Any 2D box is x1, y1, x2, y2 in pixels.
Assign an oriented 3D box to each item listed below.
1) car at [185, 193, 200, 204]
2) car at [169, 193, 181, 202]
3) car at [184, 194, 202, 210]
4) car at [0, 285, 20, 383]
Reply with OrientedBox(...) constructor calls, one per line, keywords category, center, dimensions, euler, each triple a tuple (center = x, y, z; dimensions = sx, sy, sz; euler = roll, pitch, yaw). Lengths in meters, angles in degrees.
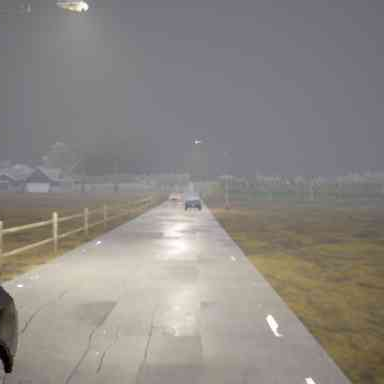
OrientedBox(category="car", center=(0.105, 1.001, 51.109), dimensions=(2.128, 1.511, 4.902), euler=(0, 1, 0))
OrientedBox(category="car", center=(-2.788, 0.882, 55.692), dimensions=(1.882, 1.535, 5.008), euler=(0, 1, 0))
OrientedBox(category="car", center=(0.108, 1.256, 38.529), dimensions=(2.128, 1.511, 4.902), euler=(0, 1, 0))
OrientedBox(category="car", center=(-2.849, 1.492, 1.762), dimensions=(2.128, 1.511, 4.902), euler=(0, 0, 0))
